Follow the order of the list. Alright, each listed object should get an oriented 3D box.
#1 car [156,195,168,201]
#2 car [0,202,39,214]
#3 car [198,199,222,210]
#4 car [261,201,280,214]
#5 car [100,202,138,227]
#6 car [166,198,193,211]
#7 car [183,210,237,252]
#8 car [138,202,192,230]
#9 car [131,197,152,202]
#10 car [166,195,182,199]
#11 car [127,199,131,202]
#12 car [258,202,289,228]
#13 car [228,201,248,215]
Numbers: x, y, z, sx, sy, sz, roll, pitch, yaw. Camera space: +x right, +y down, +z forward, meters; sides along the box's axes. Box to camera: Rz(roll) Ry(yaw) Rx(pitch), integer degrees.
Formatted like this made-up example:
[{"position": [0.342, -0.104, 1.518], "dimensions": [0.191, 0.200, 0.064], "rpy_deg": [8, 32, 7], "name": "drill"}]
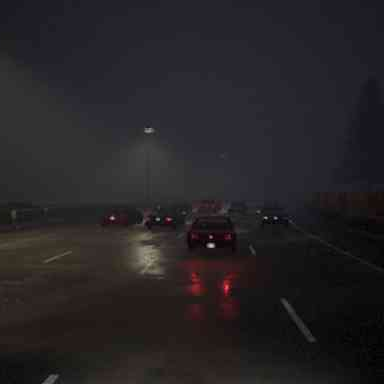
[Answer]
[{"position": [-5.424, 1.570, 70.024], "dimensions": [2.150, 2.045, 5.566], "rpy_deg": [0, 0, 24], "name": "car"}, {"position": [-14.948, 1.605, 28.143], "dimensions": [1.837, 1.490, 4.892], "rpy_deg": [0, 0, 10], "name": "car"}, {"position": [2.187, 1.572, 39.619], "dimensions": [2.097, 1.767, 4.553], "rpy_deg": [0, 0, 15], "name": "car"}, {"position": [9.333, 1.807, 39.145], "dimensions": [1.994, 1.385, 4.181], "rpy_deg": [0, 0, 16], "name": "car"}, {"position": [-4.863, 1.675, 23.634], "dimensions": [1.994, 1.385, 4.181], "rpy_deg": [0, 0, 9], "name": "car"}, {"position": [-1.267, 1.776, 40.229], "dimensions": [1.994, 1.385, 4.181], "rpy_deg": [0, 0, 15], "name": "car"}, {"position": [0.927, 1.682, 14.387], "dimensions": [1.895, 1.301, 4.718], "rpy_deg": [0, 0, 6], "name": "car"}, {"position": [-1.620, 1.661, 21.991], "dimensions": [2.033, 1.411, 5.357], "rpy_deg": [0, 0, 9], "name": "car"}, {"position": [-9.969, 1.810, 68.475], "dimensions": [1.882, 1.535, 5.008], "rpy_deg": [0, 0, 22], "name": "car"}, {"position": [-2.810, 1.848, 67.341], "dimensions": [1.837, 1.490, 4.892], "rpy_deg": [0, 0, 24], "name": "car"}, {"position": [-12.178, 1.820, 72.107], "dimensions": [1.882, 1.535, 5.008], "rpy_deg": [0, 0, 24], "name": "car"}, {"position": [5.685, 1.693, 23.427], "dimensions": [2.033, 1.411, 5.357], "rpy_deg": [0, 0, 10], "name": "car"}, {"position": [5.233, 1.768, 37.652], "dimensions": [2.033, 1.411, 5.357], "rpy_deg": [0, 0, 15], "name": "car"}]
